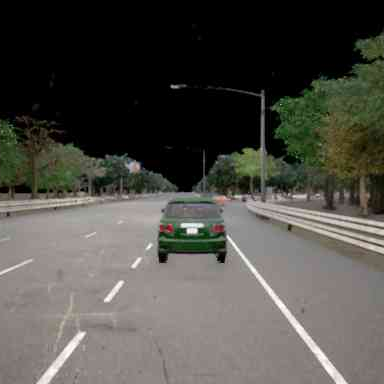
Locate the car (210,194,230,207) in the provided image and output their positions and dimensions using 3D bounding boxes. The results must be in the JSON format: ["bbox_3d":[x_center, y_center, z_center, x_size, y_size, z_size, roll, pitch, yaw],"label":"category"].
[{"bbox_3d":[4.271,1.247,50.703,2.097,1.767,4.553,0,0,18],"label":"car"}]

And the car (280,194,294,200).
[{"bbox_3d":[23.838,1.277,83.485,1.837,1.490,4.892,0,0,45],"label":"car"}]

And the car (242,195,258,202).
[{"bbox_3d":[11.798,1.327,67.427,1.882,1.535,5.008,0,0,30],"label":"car"}]

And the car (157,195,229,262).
[{"bbox_3d":[0.007,1.197,12.153,2.150,2.045,5.566,0,0,0],"label":"car"}]

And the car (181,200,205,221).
[{"bbox_3d":[0.162,1.477,27.616,1.812,1.442,4.674,0,0,2],"label":"car"}]
